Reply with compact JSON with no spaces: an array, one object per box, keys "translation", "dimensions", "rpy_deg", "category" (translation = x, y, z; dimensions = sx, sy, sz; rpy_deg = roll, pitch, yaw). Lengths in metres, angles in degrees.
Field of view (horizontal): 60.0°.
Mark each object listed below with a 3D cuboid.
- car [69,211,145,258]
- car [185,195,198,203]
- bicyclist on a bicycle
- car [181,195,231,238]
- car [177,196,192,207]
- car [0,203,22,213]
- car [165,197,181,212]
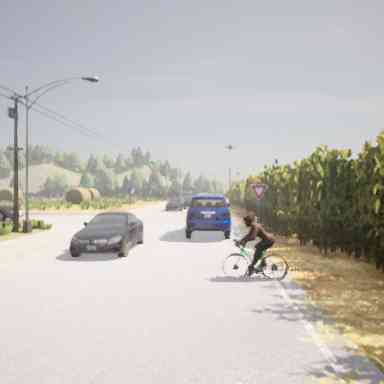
[{"translation":[-3.034,1.486,12.804],"dimensions":[1.812,1.442,4.674],"rpy_deg":[0,0,3],"category":"car"},{"translation":[-0.085,1.365,64.305],"dimensions":[2.033,1.411,5.357],"rpy_deg":[0,0,4],"category":"car"},{"translation":[1.582,1.429,8.354],"dimensions":[1.656,1.620,0.582],"rpy_deg":[0,0,3],"category":"bicyclist on a bicycle"},{"translation":[0.848,1.172,17.556],"dimensions":[2.150,2.045,5.566],"rpy_deg":[0,0,3],"category":"car"},{"translation":[-1.025,1.362,48.841],"dimensions":[1.837,1.490,4.892],"rpy_deg":[0,1,3],"category":"car"},{"translation":[-15.092,1.378,24.643],"dimensions":[4.902,1.511,2.128],"rpy_deg":[0,0,3],"category":"car"},{"translation":[-1.773,1.395,37.890],"dimensions":[1.837,1.490,4.892],"rpy_deg":[0,0,7],"category":"car"}]
